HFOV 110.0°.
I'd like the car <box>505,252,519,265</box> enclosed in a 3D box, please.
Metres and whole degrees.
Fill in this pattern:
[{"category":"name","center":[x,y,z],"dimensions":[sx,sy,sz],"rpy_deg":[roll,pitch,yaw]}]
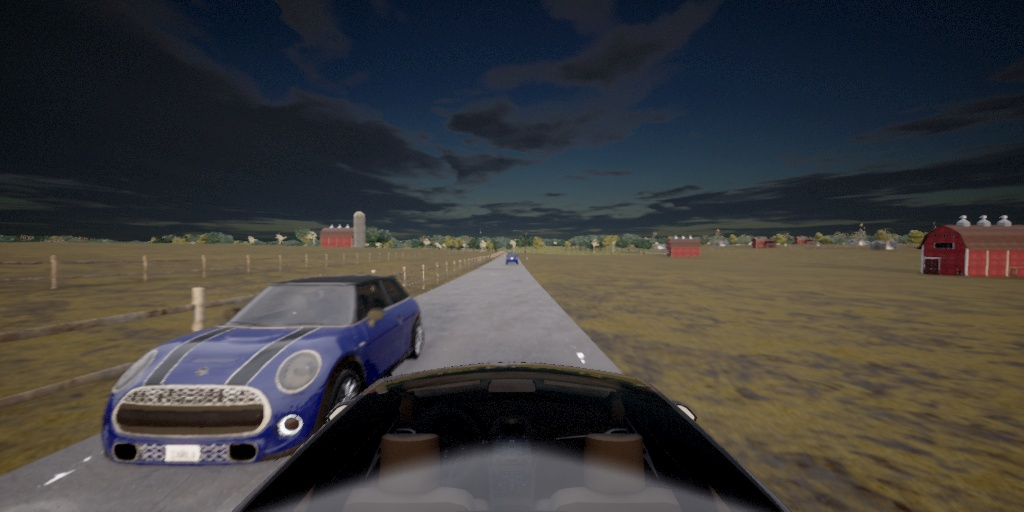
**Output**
[{"category":"car","center":[0.004,0.475,62.787],"dimensions":[2.150,2.045,5.566],"rpy_deg":[0,1,0]}]

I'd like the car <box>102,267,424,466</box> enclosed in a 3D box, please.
[{"category":"car","center":[-2.825,1.096,5.330],"dimensions":[2.097,1.767,4.553],"rpy_deg":[0,0,0]}]
